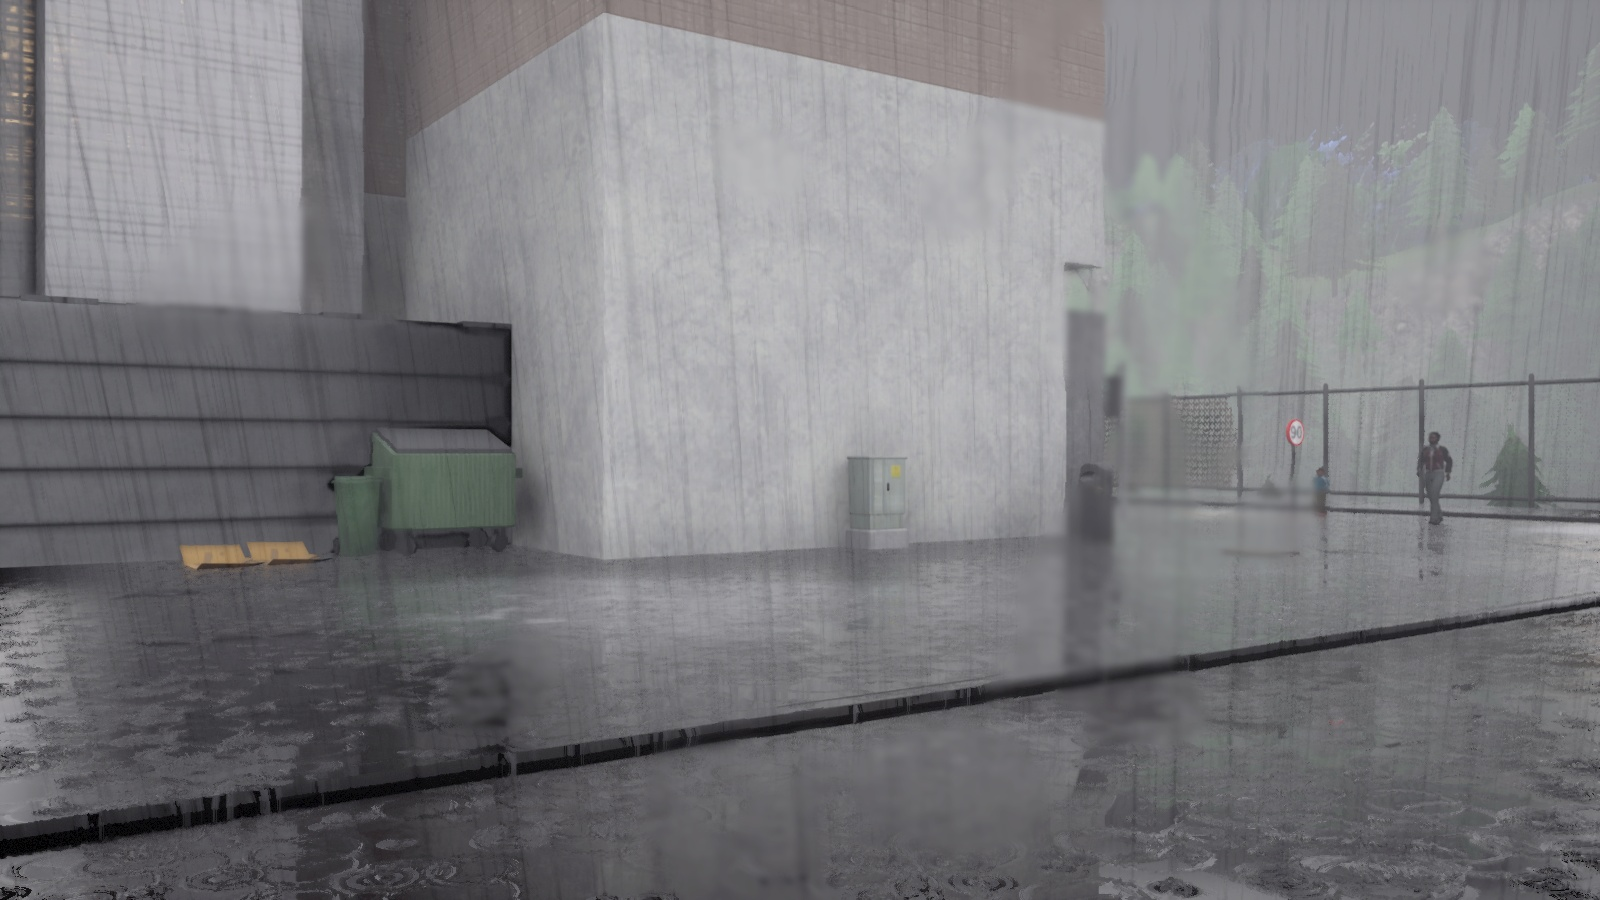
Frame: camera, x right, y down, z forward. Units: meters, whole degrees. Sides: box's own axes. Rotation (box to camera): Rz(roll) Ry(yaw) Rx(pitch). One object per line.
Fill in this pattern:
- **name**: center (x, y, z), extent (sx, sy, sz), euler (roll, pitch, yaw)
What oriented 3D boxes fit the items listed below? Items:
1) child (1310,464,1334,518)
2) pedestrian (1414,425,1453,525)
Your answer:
- **child**: center (11.663, 0.914, 28.074), extent (0.448, 1.192, 0.343), euler (0, 0, -44)
- **pedestrian**: center (12.450, 0.485, 24.663), extent (0.666, 1.930, 0.402), euler (0, 0, -34)
